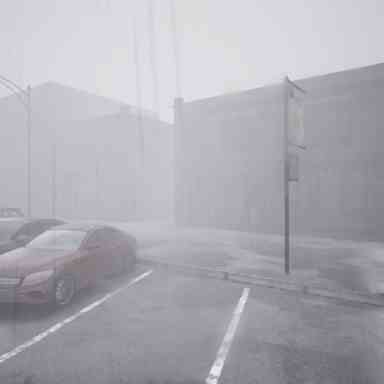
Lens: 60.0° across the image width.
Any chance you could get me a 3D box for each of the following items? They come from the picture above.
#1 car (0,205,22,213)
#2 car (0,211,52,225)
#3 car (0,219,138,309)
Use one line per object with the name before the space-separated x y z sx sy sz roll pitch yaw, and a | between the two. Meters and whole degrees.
car | -7.756 1.366 11.680 2.185 1.767 4.553 1 -1 16
car | -5.337 1.517 9.872 2.163 1.488 4.792 1 -1 16
car | -2.888 1.527 8.154 2.002 1.452 4.674 1 -1 16
